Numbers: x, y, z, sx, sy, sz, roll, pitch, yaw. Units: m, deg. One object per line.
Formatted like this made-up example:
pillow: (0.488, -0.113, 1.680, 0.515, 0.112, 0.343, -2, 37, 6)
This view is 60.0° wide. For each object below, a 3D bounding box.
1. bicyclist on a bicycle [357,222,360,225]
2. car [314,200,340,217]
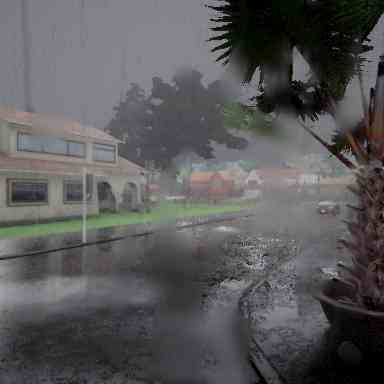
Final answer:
bicyclist on a bicycle: (9.386, 1.349, 17.135, 1.656, 1.620, 0.582, 0, 0, 30)
car: (12.805, 1.526, 31.498, 1.812, 1.442, 4.674, 0, 0, 30)
